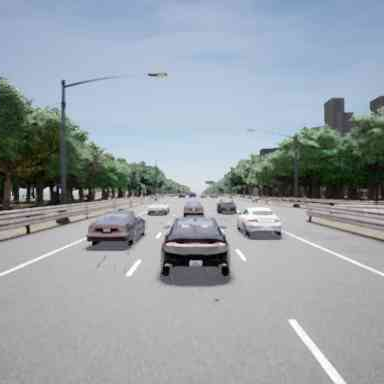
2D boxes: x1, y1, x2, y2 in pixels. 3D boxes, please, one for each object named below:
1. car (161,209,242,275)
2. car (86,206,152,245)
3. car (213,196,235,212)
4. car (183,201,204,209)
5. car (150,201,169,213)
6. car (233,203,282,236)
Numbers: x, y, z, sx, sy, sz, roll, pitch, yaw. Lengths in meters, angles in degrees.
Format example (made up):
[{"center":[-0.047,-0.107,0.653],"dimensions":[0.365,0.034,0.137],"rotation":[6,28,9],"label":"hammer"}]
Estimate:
[{"center":[0.101,1.518,10.539],"dimensions":[2.128,1.511,4.902],"rotation":[0,0,0],"label":"car"},{"center":[-3.381,1.577,15.731],"dimensions":[2.033,1.411,5.357],"rotation":[0,0,0],"label":"car"},{"center":[3.649,1.472,35.803],"dimensions":[2.128,1.511,4.902],"rotation":[0,0,0],"label":"car"},{"center":[0.142,1.547,30.378],"dimensions":[2.033,1.411,5.357],"rotation":[0,0,0],"label":"car"},{"center":[-3.353,1.586,34.216],"dimensions":[1.895,1.301,4.718],"rotation":[0,0,0],"label":"car"},{"center":[3.624,1.556,18.401],"dimensions":[1.812,1.442,4.674],"rotation":[0,0,0],"label":"car"}]
